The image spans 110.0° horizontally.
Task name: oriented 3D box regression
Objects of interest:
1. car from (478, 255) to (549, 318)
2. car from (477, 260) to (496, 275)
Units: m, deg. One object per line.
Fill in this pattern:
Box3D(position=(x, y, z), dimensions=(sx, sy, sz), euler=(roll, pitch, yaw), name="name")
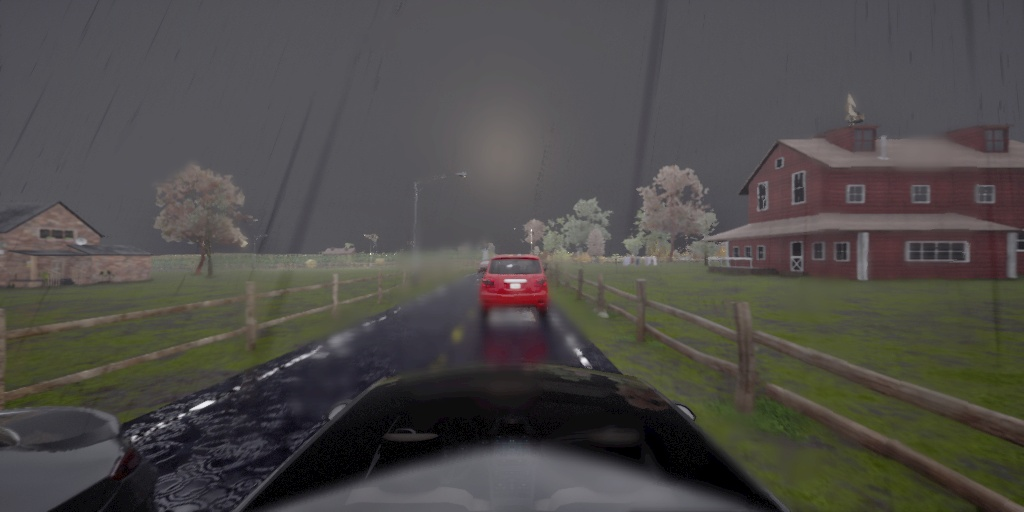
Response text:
Box3D(position=(0.100, 0.971, 13.190), dimensions=(2.150, 2.045, 5.566), euler=(0, 0, 0), name="car")
Box3D(position=(-2.845, 1.251, 41.214), dimensions=(1.882, 1.535, 5.008), euler=(0, 0, 0), name="car")
